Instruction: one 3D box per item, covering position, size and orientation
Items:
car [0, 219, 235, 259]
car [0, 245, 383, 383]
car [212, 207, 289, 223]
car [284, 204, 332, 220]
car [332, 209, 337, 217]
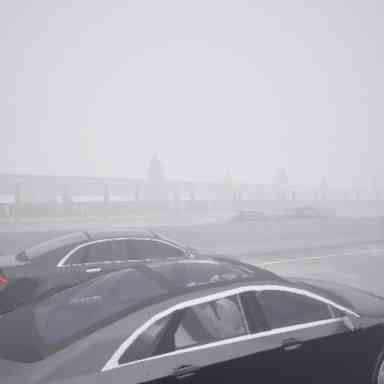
[{"bbox_3d":[-1.205,1.507,6.622,4.892,1.490,1.837,0,0,-29],"label":"car"},{"bbox_3d":[0.362,1.495,3.490,4.902,1.511,2.128,0,0,-29],"label":"car"},{"bbox_3d":[2.377,1.605,16.776,4.674,1.442,1.812,1,0,-29],"label":"car"},{"bbox_3d":[7.262,1.658,23.422,4.892,1.490,1.837,1,-1,-29],"label":"car"},{"bbox_3d":[10.324,1.752,29.079,5.357,1.411,2.033,1,0,-29],"label":"car"}]
